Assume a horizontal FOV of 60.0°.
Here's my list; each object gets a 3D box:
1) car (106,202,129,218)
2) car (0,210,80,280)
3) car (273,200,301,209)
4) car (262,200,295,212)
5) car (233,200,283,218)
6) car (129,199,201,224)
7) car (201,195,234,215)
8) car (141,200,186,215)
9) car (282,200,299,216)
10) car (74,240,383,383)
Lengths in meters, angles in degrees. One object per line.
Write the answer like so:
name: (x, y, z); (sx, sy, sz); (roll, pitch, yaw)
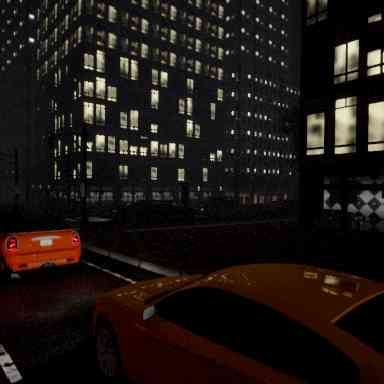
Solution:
car: (-5.696, 1.644, 31.263); (4.674, 1.442, 1.812); (1, 0, -37)
car: (-5.179, 1.348, 10.359); (2.097, 1.767, 4.553); (0, 0, -40)
car: (14.590, 1.884, 50.938); (4.313, 1.339, 1.947); (1, 0, -39)
car: (11.817, 1.838, 45.346); (4.674, 1.442, 1.812); (1, 1, -39)
car: (6.813, 1.834, 33.910); (4.829, 1.417, 1.752); (1, 0, -39)
car: (-2.100, 1.525, 26.725); (5.009, 1.841, 2.192); (1, 0, -39)
car: (2.506, 1.428, 37.859); (5.566, 2.045, 2.150); (0, 1, -39)
car: (-3.103, 1.650, 36.681); (4.829, 1.417, 1.752); (1, 0, -39)
car: (11.072, 1.938, 37.342); (4.206, 1.307, 1.802); (1, 0, -39)
car: (0.722, 1.477, 3.285); (1.882, 1.535, 5.008); (0, 0, -40)
